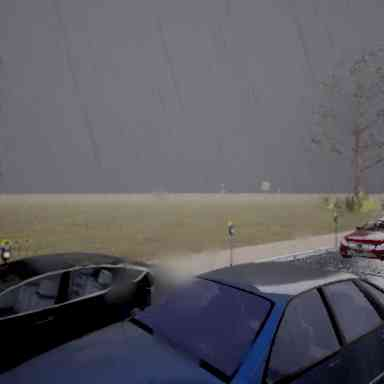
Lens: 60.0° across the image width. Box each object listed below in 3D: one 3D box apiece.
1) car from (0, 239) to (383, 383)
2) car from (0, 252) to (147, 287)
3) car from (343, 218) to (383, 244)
[{"bbox_3d":[0.763,1.555,3.553,5.357,1.411,2.033,0,0,-38],"label":"car"},{"bbox_3d":[-2.182,1.599,4.505,4.313,1.339,1.947,0,0,-38],"label":"car"},{"bbox_3d":[6.756,1.567,11.432,4.206,1.307,1.802,0,0,-38],"label":"car"}]
